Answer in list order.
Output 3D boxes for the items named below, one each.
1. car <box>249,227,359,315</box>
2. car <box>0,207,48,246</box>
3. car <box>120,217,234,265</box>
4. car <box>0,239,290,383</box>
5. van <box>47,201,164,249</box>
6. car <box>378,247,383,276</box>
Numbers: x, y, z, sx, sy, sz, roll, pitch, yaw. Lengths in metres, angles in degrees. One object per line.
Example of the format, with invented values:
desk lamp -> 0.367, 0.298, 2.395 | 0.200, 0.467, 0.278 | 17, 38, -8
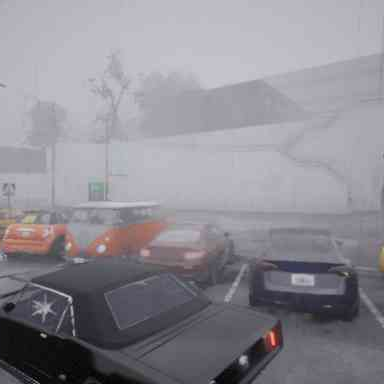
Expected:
car -> 2.459, 1.537, 7.760 | 2.163, 1.488, 4.792 | 0, -1, 15
car -> -4.845, 1.406, 12.902 | 2.185, 1.767, 4.553 | 0, -1, 15
car -> 0.021, 1.558, 9.460 | 2.002, 1.452, 4.674 | 0, -1, 15
car -> -1.387, 1.621, 4.367 | 4.718, 1.301, 1.895 | 0, 0, 35
van -> -2.425, 1.301, 11.082 | 1.878, 1.987, 4.442 | 1, -1, 15
car -> 4.843, 1.480, 5.817 | 1.946, 1.575, 5.366 | 0, -1, 15
